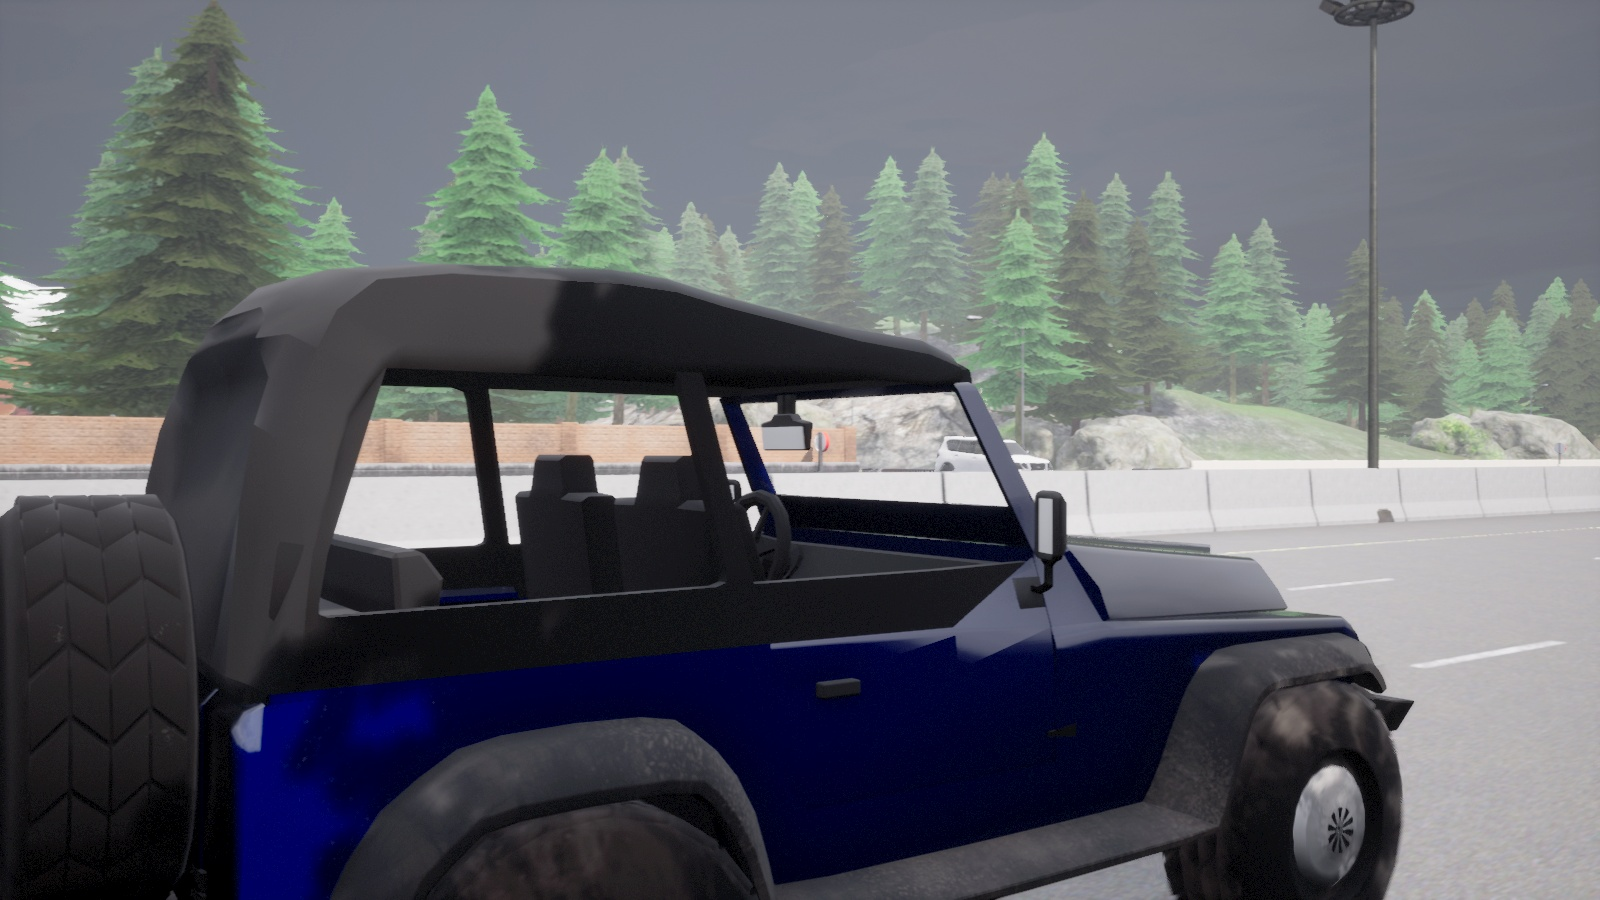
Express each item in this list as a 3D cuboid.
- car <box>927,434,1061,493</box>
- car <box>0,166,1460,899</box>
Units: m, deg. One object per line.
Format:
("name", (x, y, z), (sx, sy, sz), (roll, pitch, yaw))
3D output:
("car", (7.635, 0.495, 50.167), (2.150, 2.045, 5.566), (0, 2, -31))
("car", (-0.064, 0.550, 3.615), (3.866, 1.878, 1.905), (0, 0, -35))
